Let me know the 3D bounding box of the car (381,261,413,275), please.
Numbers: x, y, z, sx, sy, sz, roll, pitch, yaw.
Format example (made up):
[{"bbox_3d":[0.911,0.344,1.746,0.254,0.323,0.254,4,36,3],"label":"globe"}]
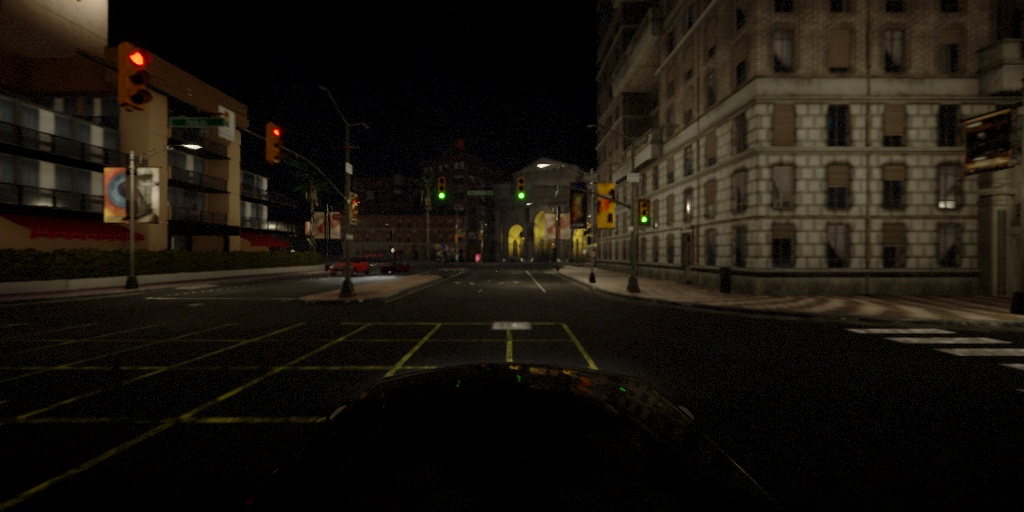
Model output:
[{"bbox_3d":[-11.542,1.191,36.101,1.895,1.301,4.718,0,0,1],"label":"car"}]

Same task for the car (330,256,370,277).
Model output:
[{"bbox_3d":[-14.999,0.861,33.385,2.097,1.767,4.553,0,0,0],"label":"car"}]
